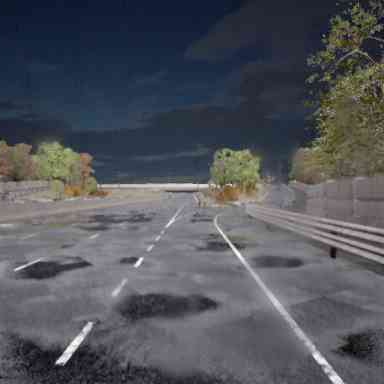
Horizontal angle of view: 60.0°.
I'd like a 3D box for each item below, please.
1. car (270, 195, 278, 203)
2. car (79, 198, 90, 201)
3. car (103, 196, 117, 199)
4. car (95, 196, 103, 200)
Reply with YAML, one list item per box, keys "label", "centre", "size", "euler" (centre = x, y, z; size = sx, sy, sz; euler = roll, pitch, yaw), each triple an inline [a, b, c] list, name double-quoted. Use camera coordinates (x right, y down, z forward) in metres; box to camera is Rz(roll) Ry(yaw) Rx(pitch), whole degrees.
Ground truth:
- label: "car"
  centre: [22.811, 2.547, 92.237]
  size: [2.128, 1.511, 4.902]
  euler: [0, 2, 20]
- label: "car"
  centre: [-28.026, 2.278, 87.308]
  size: [1.895, 1.301, 4.718]
  euler: [0, 0, 0]
- label: "car"
  centre: [-21.026, 2.038, 87.372]
  size: [2.097, 1.767, 4.553]
  euler: [0, 0, 0]
- label: "car"
  centre: [-24.526, 2.207, 87.340]
  size: [1.812, 1.442, 4.674]
  euler: [0, 0, 0]
